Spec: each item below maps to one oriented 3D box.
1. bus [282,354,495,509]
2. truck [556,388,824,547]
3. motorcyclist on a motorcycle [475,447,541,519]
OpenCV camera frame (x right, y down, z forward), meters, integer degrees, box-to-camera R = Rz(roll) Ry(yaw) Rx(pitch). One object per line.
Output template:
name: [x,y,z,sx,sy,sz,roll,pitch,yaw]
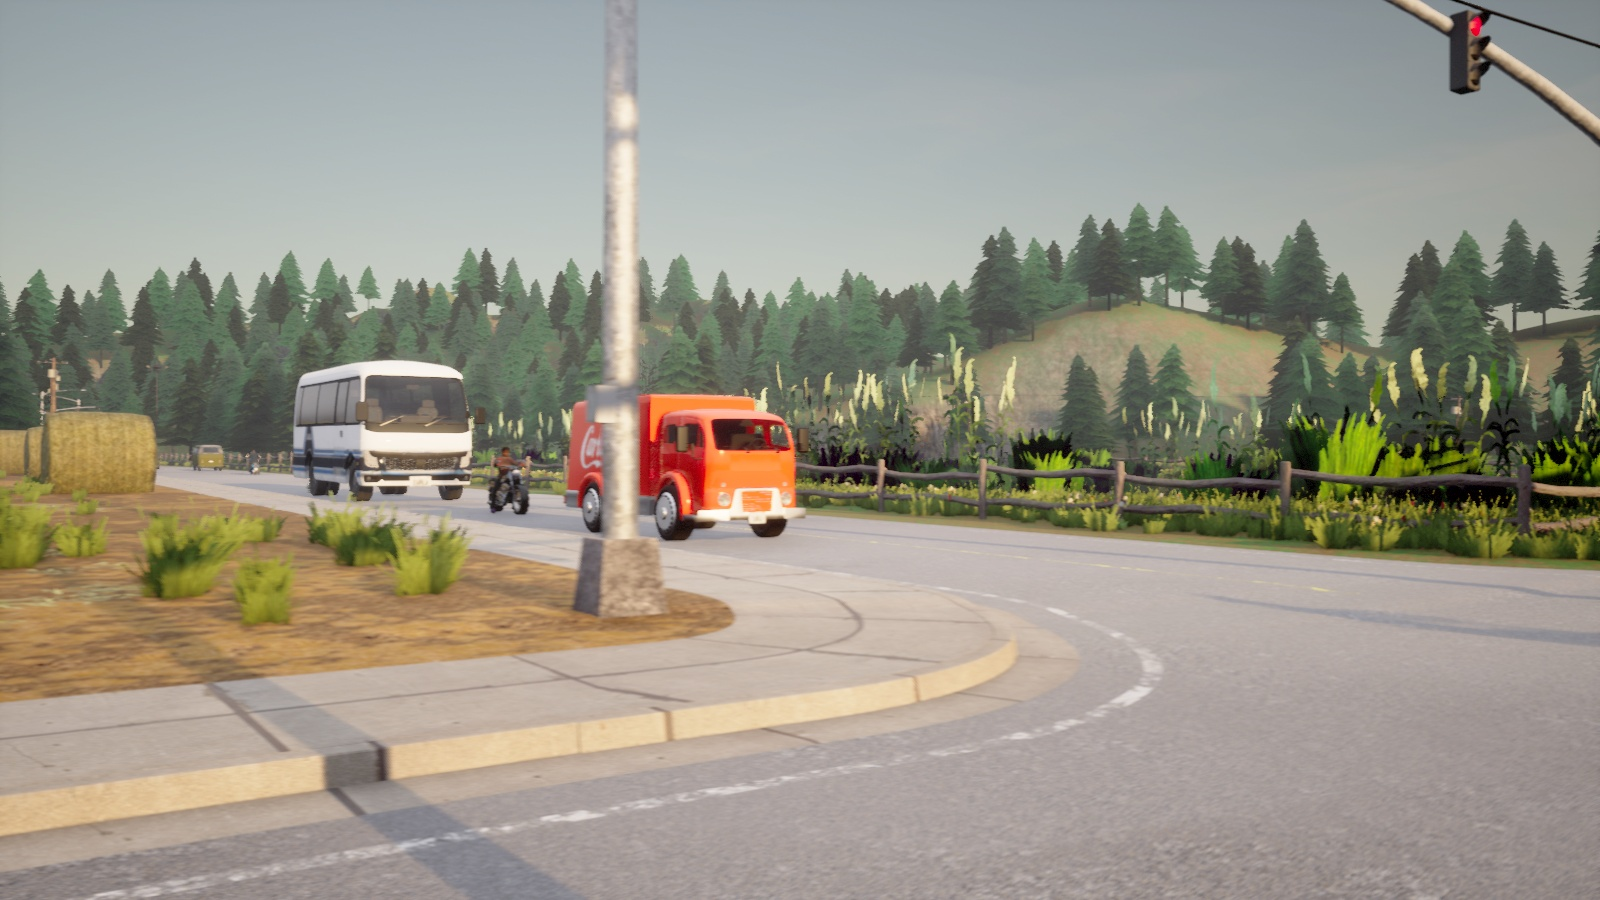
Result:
bus: [-13.318,-0.543,39.768,3.944,4.253,10.273,0,0,-33]
truck: [-2.122,0.283,22.390,2.627,2.467,5.204,0,0,-33]
motorcyclist on a motorcycle: [-6.981,0.748,29.936,0.766,1.649,2.350,0,0,-33]
